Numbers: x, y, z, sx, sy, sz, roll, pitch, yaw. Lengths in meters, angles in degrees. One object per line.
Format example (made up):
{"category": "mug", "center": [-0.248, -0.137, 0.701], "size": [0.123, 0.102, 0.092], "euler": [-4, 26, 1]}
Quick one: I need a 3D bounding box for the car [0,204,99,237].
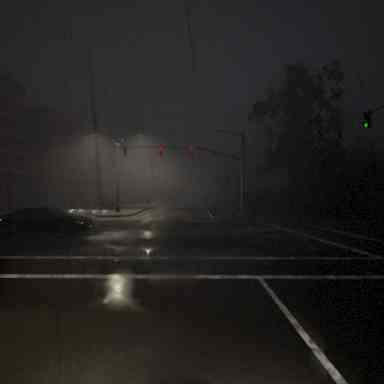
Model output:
{"category": "car", "center": [-7.638, 1.528, 17.485], "size": [4.674, 1.442, 1.812], "euler": [0, 0, 1]}

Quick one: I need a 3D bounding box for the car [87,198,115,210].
{"category": "car", "center": [-11.543, 1.547, 43.626], "size": [2.033, 1.411, 5.357], "euler": [0, 0, 0]}

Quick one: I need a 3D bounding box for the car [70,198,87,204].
{"category": "car", "center": [-15.038, 1.562, 44.945], "size": [1.994, 1.385, 4.181], "euler": [0, 0, 0]}
